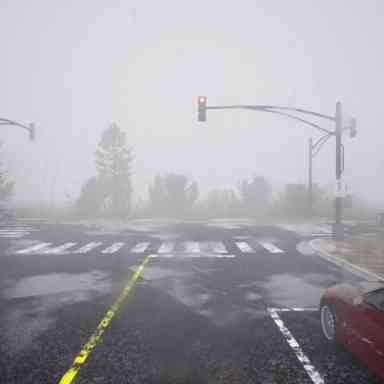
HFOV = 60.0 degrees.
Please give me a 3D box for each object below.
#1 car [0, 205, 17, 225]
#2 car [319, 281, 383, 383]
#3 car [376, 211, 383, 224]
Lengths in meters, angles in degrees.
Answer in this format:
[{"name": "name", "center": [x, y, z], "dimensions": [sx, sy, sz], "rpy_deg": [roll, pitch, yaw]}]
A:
[{"name": "car", "center": [-13.828, 1.485, 21.188], "dimensions": [4.902, 1.511, 2.128], "rpy_deg": [0, 1, -1]}, {"name": "car", "center": [2.813, 1.581, 3.545], "dimensions": [1.802, 1.307, 4.206], "rpy_deg": [-1, 0, 0]}, {"name": "car", "center": [14.556, 1.475, 21.703], "dimensions": [4.674, 1.442, 1.812], "rpy_deg": [0, 1, 0]}]
